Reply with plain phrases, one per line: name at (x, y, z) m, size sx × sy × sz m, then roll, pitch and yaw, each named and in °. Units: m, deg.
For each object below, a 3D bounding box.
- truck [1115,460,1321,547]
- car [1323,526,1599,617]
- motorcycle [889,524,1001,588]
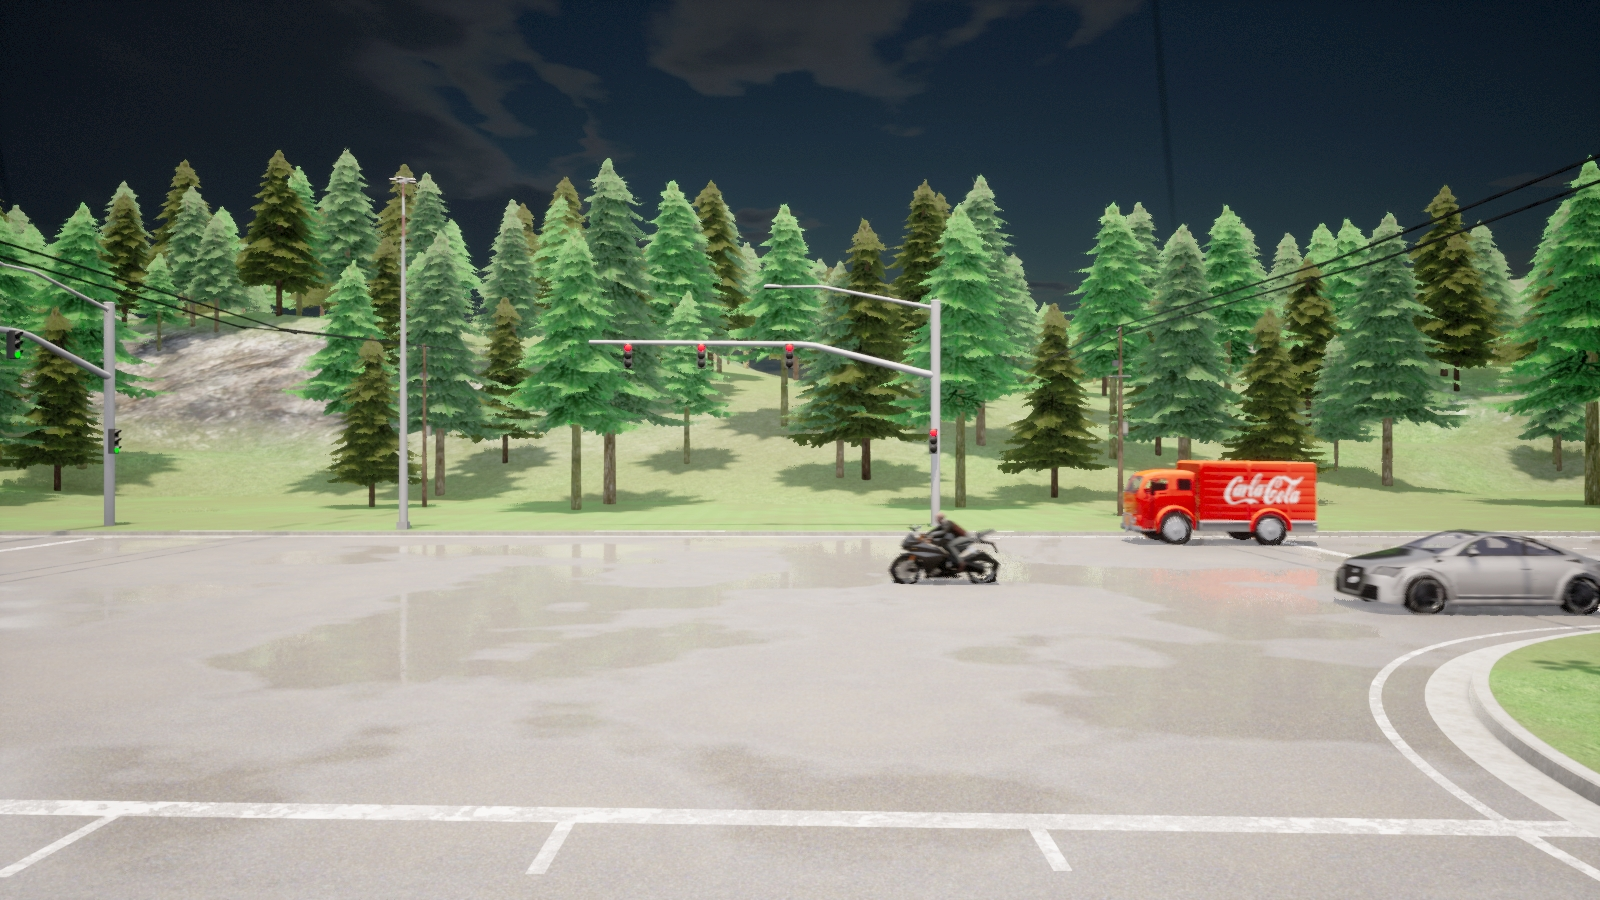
truck at (12.374, 1.550, 34.147) m, size 5.204 × 2.467 × 2.627 m, roll 0°, pitch 0°, yaw 0°
car at (11.764, 2.105, 20.152) m, size 4.181 × 1.385 × 1.994 m, roll 0°, pitch 0°, yaw 0°
motorcycle at (2.982, 2.189, 23.707) m, size 2.209 × 1.251 × 0.867 m, roll 0°, pitch 0°, yaw 0°
